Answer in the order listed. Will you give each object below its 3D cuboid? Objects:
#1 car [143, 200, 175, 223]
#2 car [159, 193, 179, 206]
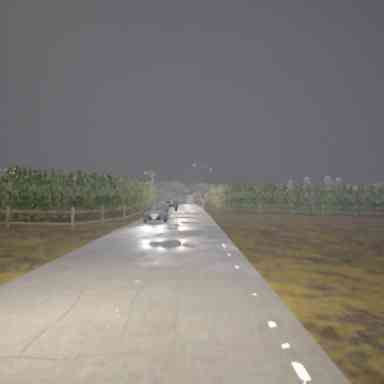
[{"bbox_3d":[-2.798,1.643,27.121,2.128,1.511,4.902,0,-1,0],"label":"car"},{"bbox_3d":[-2.810,1.164,40.976,2.150,2.045,5.566,0,-1,0],"label":"car"}]
